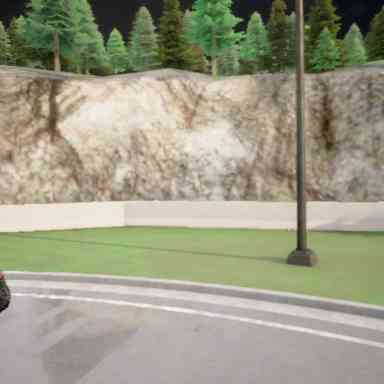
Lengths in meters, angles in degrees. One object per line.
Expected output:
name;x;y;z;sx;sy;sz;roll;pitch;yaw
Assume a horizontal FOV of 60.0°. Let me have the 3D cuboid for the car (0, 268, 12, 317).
car;-5.082;1.503;5.070;4.181;1.385;1.994;-1;1;10
